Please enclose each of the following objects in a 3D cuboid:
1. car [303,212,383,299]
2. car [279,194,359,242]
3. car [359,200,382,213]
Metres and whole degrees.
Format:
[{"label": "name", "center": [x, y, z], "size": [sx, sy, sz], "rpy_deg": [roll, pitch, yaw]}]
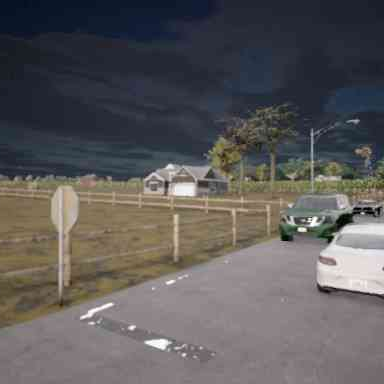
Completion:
[{"label": "car", "center": [4.268, 1.445, 7.830], "size": [1.812, 1.442, 4.674], "rpy_deg": [0, 0, 35]}, {"label": "car", "center": [5.813, 1.099, 15.105], "size": [2.150, 2.045, 5.566], "rpy_deg": [0, 0, 35]}, {"label": "car", "center": [14.651, 1.342, 27.909], "size": [1.895, 1.301, 4.718], "rpy_deg": [0, 0, 35]}]
